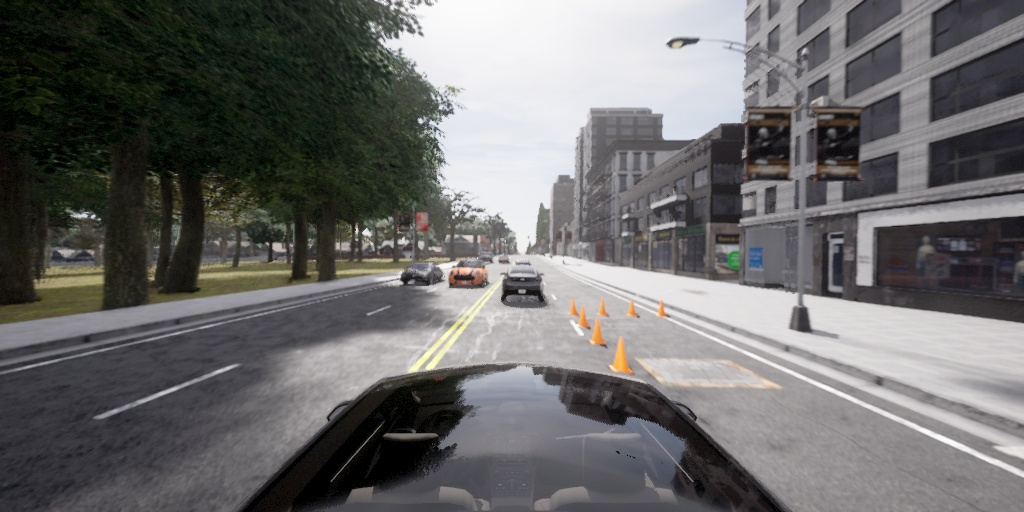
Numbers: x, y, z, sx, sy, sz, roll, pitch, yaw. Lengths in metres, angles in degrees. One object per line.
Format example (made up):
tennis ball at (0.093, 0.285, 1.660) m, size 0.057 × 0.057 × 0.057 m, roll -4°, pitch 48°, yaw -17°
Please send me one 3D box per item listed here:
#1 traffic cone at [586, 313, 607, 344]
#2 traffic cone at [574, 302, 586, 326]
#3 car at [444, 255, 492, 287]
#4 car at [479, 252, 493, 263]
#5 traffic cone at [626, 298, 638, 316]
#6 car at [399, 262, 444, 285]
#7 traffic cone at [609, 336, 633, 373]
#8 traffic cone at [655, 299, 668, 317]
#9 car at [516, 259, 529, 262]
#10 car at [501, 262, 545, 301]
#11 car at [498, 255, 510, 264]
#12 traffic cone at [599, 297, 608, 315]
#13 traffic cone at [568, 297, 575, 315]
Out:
traffic cone at (1.989, 1.717, 8.366) m, size 0.340 × 0.580 × 0.340 m, roll 0°, pitch 0°, yaw 2°
traffic cone at (2.050, 1.712, 10.365) m, size 0.340 × 0.580 × 0.340 m, roll 0°, pitch 0°, yaw 2°
car at (-2.759, 0.994, 23.390) m, size 2.097 × 1.767 × 4.553 m, roll 1°, pitch 0°, yaw 2°
car at (-4.645, 0.283, 65.219) m, size 2.150 × 2.045 × 5.566 m, roll 1°, pitch 1°, yaw 2°
traffic cone at (4.109, 1.740, 12.303) m, size 0.340 × 0.580 × 0.340 m, roll 0°, pitch 0°, yaw 2°
car at (-5.979, 1.134, 24.568) m, size 2.033 × 1.411 × 5.357 m, roll 1°, pitch 0°, yaw 2°
traffic cone at (1.928, 1.722, 6.367) m, size 0.340 × 0.580 × 0.340 m, roll 0°, pitch 0°, yaw 2°
traffic cone at (5.109, 1.756, 12.273) m, size 0.340 × 0.580 × 0.340 m, roll 0°, pitch 0°, yaw 2°
car at (1.274, 1.059, 42.559) m, size 2.128 × 1.511 × 4.902 m, roll 1°, pitch 1°, yaw 2°
car at (0.504, 1.217, 17.306) m, size 1.837 × 1.490 × 4.892 m, roll 1°, pitch 0°, yaw 2°
car at (-1.433, 0.603, 64.272) m, size 1.882 × 1.535 × 5.008 m, roll 1°, pitch 1°, yaw 2°
traffic cone at (3.110, 1.724, 12.334) m, size 0.340 × 0.580 × 0.340 m, roll 0°, pitch 0°, yaw 2°
traffic cone at (2.111, 1.708, 12.364) m, size 0.340 × 0.580 × 0.340 m, roll 0°, pitch 0°, yaw 2°
